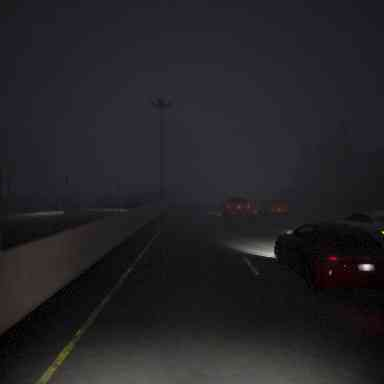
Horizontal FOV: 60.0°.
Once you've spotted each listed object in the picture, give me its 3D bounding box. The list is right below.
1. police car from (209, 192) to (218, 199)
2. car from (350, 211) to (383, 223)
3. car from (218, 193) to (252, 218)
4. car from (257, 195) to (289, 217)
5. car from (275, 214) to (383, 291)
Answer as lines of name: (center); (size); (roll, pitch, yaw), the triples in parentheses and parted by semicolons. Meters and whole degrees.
police car: (5.884, 0.911, 84.198); (1.930, 1.638, 5.238); (0, 0, 22)
car: (7.081, 1.446, 13.004); (1.812, 1.442, 4.674); (0, 0, 0)
car: (3.591, 1.182, 27.725); (2.097, 1.767, 4.553); (0, 0, 0)
car: (7.091, 1.296, 29.578); (1.882, 1.535, 5.008); (0, 0, 0)
car: (3.597, 1.509, 8.861); (1.994, 1.385, 4.181); (0, 0, 0)
